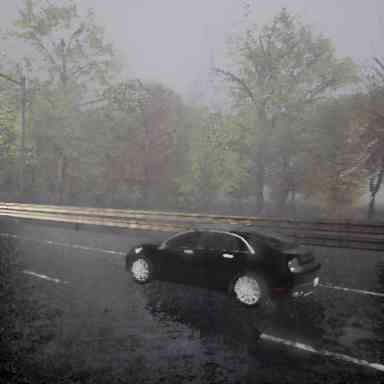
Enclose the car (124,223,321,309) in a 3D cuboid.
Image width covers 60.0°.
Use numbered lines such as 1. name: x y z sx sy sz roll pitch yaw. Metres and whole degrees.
1. car: 0.471 1.524 7.968 4.892 1.490 1.837 0 0 36
